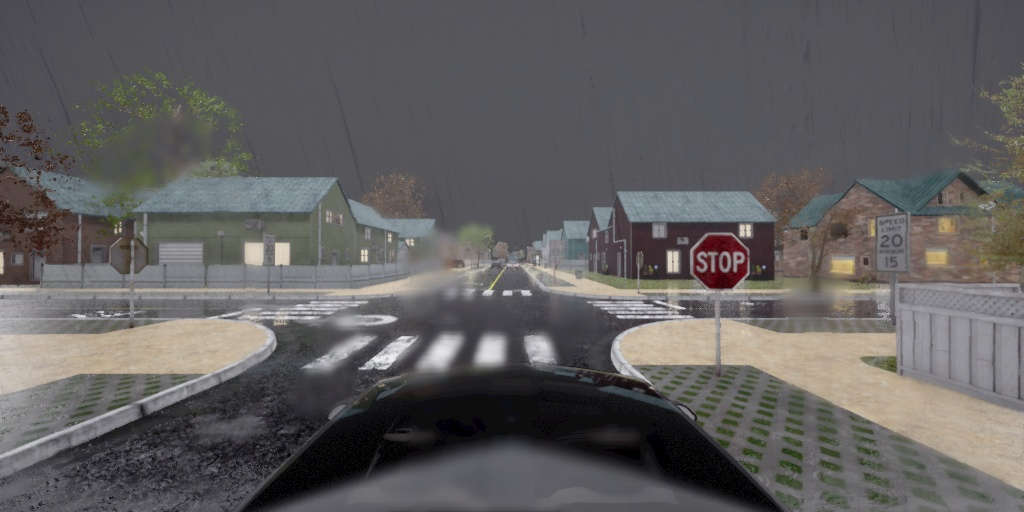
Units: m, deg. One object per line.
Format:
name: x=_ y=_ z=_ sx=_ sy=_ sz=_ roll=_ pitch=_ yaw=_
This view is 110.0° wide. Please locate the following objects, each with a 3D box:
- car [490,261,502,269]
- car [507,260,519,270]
car: x=-2.644 y=1.484 z=61.794 sx=2.033 sy=1.411 sz=5.357 roll=0 pitch=0 yaw=0
car: x=0.096 y=1.508 z=57.233 sx=1.895 sy=1.301 sz=4.718 roll=0 pitch=0 yaw=0
